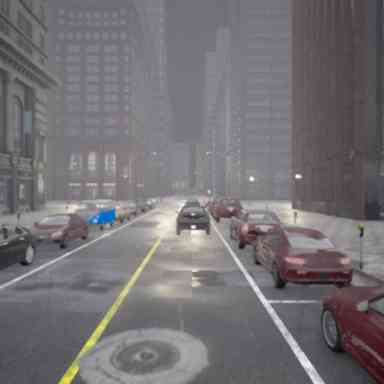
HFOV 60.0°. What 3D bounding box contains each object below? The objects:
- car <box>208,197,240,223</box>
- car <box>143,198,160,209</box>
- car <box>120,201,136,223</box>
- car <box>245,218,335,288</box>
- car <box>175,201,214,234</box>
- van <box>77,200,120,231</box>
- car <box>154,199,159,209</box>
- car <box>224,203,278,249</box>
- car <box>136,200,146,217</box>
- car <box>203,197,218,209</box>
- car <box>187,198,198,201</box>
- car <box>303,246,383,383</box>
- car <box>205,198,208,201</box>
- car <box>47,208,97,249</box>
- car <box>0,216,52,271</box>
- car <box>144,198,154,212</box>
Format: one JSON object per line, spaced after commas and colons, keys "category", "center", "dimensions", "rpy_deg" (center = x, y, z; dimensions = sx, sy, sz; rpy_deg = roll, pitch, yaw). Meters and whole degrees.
{"category": "car", "center": [2.724, 1.343, 25.877], "dimensions": [2.192, 1.841, 5.009], "rpy_deg": [0, 0, 0]}
{"category": "car", "center": [-5.831, 1.620, 48.408], "dimensions": [2.008, 1.369, 4.403], "rpy_deg": [0, 0, 0]}
{"category": "car", "center": [-5.800, 1.556, 25.691], "dimensions": [1.752, 1.417, 4.829], "rpy_deg": [0, 0, 0]}
{"category": "car", "center": [2.749, 1.589, 8.969], "dimensions": [1.802, 1.307, 4.206], "rpy_deg": [0, 0, 0]}
{"category": "car", "center": [0.070, 1.526, 19.385], "dimensions": [1.837, 1.490, 4.892], "rpy_deg": [0, 0, 0]}
{"category": "van", "center": [-5.793, 1.364, 20.225], "dimensions": [1.690, 1.788, 3.998], "rpy_deg": [0, 0, 0]}
{"category": "car", "center": [-5.823, 1.624, 42.771], "dimensions": [1.947, 1.339, 4.313], "rpy_deg": [0, 0, 0]}
{"category": "car", "center": [2.740, 1.454, 14.605], "dimensions": [1.967, 1.590, 4.097], "rpy_deg": [0, 0, 0]}
{"category": "car", "center": [-5.807, 1.621, 31.498], "dimensions": [1.802, 1.307, 4.206], "rpy_deg": [0, 0, 0]}
{"category": "car", "center": [2.693, 1.506, 48.421], "dimensions": [1.967, 1.590, 4.097], "rpy_deg": [0, 0, 0]}
{"category": "car", "center": [0.045, 1.556, 40.112], "dimensions": [1.837, 1.490, 4.892], "rpy_deg": [0, 0, 0]}
{"category": "car", "center": [2.757, 1.584, 3.332], "dimensions": [1.802, 1.307, 4.206], "rpy_deg": [0, 0, 0]}
{"category": "car", "center": [2.716, 1.352, 31.513], "dimensions": [2.192, 1.841, 5.009], "rpy_deg": [0, 0, 0]}
{"category": "car", "center": [-5.784, 1.598, 14.589], "dimensions": [1.802, 1.307, 4.206], "rpy_deg": [0, 0, 0]}
{"category": "car", "center": [-5.776, 1.561, 8.951], "dimensions": [2.008, 1.369, 4.403], "rpy_deg": [0, 0, 0]}
{"category": "car", "center": [-5.815, 1.614, 37.135], "dimensions": [1.947, 1.339, 4.313], "rpy_deg": [0, 0, 0]}
